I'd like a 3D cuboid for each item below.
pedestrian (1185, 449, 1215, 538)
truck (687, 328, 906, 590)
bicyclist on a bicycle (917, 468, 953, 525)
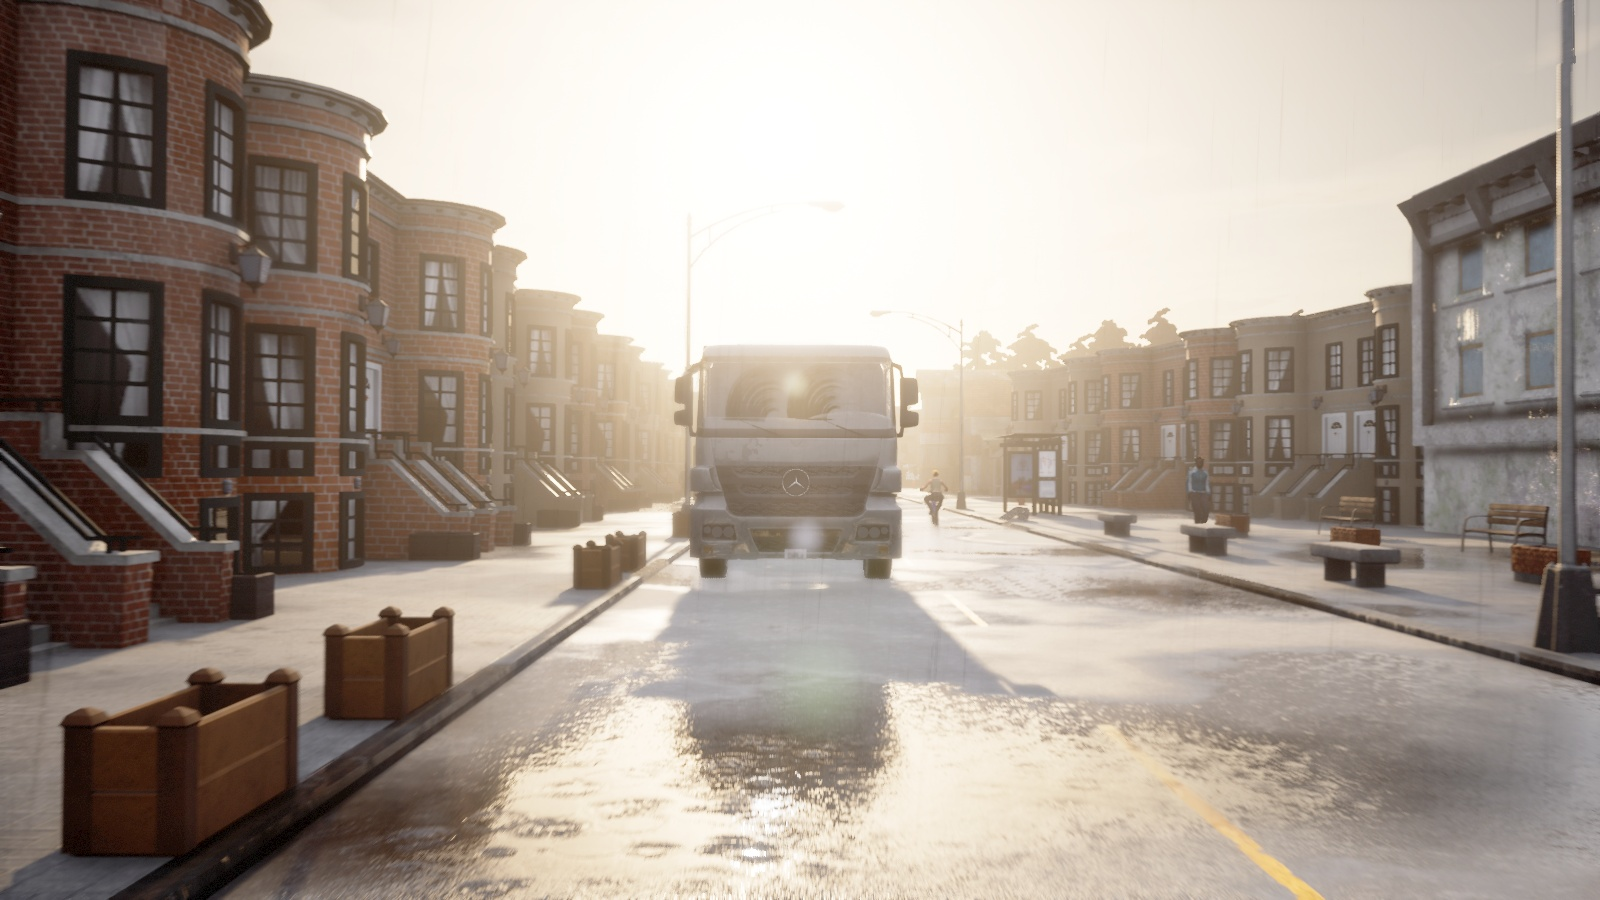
[{"bbox_3d":[8.837,0.954,27.768,0.396,1.930,0.692,0,-1,-2],"label":"pedestrian"},{"bbox_3d":[-0.055,0.178,20.602,2.891,3.462,7.936,0,-1,0],"label":"truck"},{"bbox_3d":[3.929,1.349,36.666,0.866,1.612,1.509,0,-1,0],"label":"bicyclist on a bicycle"}]
